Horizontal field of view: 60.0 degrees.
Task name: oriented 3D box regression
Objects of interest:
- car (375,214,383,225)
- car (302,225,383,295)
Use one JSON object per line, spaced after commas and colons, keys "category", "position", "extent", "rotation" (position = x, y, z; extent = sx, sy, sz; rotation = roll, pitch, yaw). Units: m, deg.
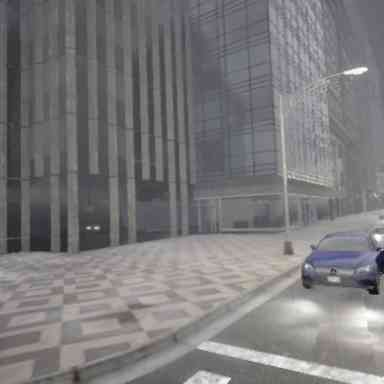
{"category": "car", "position": [15.944, 2.456, 26.826], "extent": [1.812, 1.442, 4.674], "rotation": [-5, -4, 34]}
{"category": "car", "position": [4.763, 1.947, 10.130], "extent": [1.812, 1.442, 4.674], "rotation": [-5, -4, 34]}
